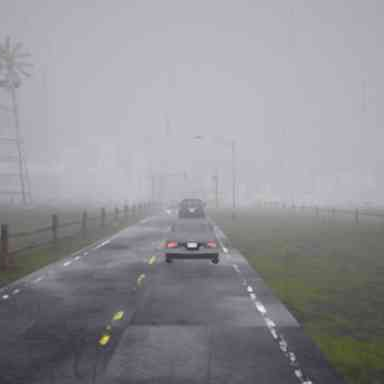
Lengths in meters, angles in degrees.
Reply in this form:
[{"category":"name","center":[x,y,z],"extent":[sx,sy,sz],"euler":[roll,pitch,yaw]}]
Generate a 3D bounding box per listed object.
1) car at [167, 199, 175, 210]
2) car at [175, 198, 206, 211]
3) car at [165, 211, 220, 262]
[{"category":"car","center":[-2.772,1.921,52.623],"extent":[2.097,1.767,4.553],"euler":[0,-1,0]},{"category":"car","center":[0.006,1.522,27.600],"extent":[2.150,2.045,5.566],"euler":[0,0,0]},{"category":"car","center":[0.009,1.683,12.567],"extent":[2.033,1.411,5.357],"euler":[0,-1,0]}]
